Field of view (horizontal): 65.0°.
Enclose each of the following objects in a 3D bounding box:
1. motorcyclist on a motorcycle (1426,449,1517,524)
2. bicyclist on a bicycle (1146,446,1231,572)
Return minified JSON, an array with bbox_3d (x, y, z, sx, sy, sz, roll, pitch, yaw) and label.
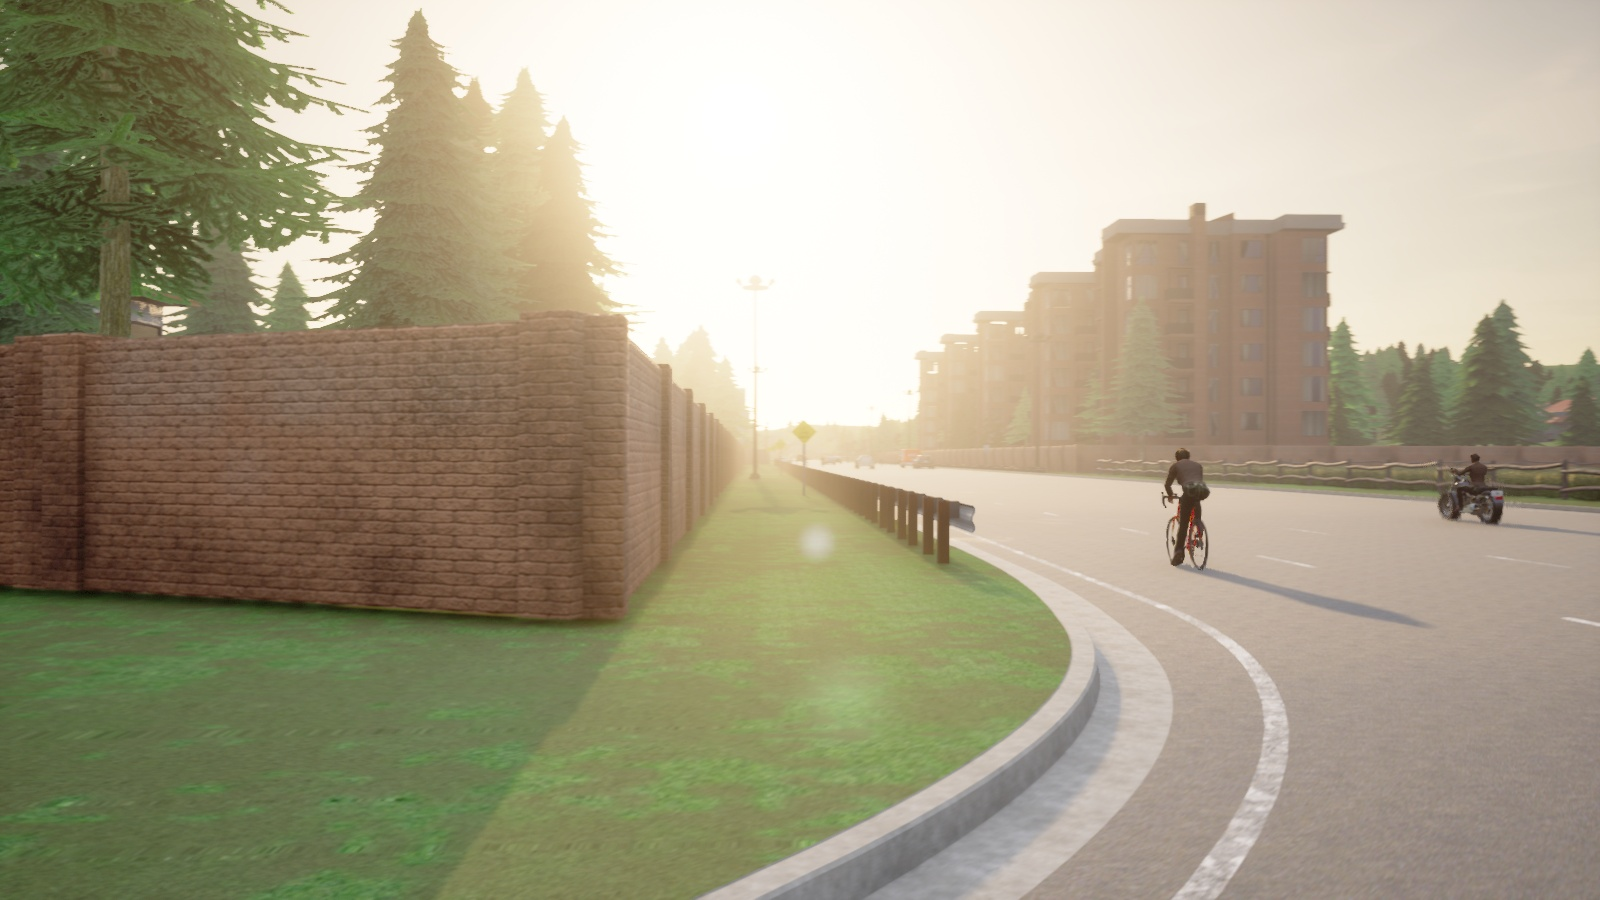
[{"bbox_3d":[15.412,0.812,28.896,0.766,1.649,2.350,0,0,-2],"label":"motorcyclist on a motorcycle"},{"bbox_3d":[5.243,0.774,17.033,0.582,1.620,1.656,0,-1,-2],"label":"bicyclist on a bicycle"}]
